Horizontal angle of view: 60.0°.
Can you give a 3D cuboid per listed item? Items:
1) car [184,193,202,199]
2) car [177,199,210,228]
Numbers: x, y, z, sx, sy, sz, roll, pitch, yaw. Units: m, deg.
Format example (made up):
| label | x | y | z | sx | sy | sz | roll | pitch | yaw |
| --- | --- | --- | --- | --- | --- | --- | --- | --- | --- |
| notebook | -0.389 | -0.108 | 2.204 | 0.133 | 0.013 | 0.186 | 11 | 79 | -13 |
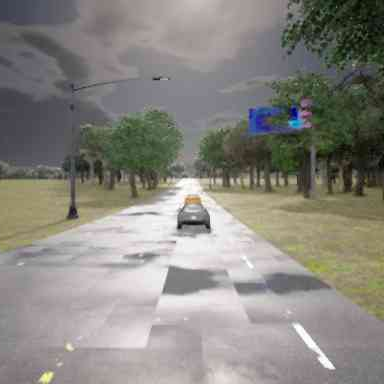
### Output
| label | x | y | z | sx | sy | sz | roll | pitch | yaw |
| --- | --- | --- | --- | --- | --- | --- | --- | --- | --- |
| car | 0.102 | 0.885 | 38.729 | 1.882 | 1.535 | 5.008 | 0 | 2 | 0 |
| car | 0.101 | 1.387 | 20.823 | 1.994 | 1.385 | 4.181 | 0 | 1 | 0 |
